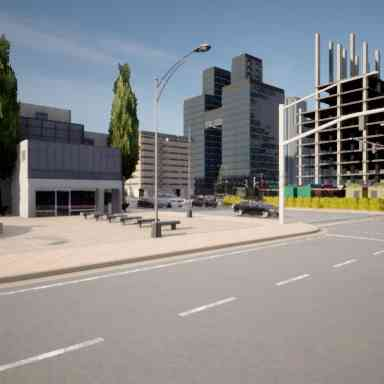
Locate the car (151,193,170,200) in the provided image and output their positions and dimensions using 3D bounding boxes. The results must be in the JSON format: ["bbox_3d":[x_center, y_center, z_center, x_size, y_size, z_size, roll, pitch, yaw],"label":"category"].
[{"bbox_3d":[-8.280,1.153,87.371,4.605,1.855,1.932,0,0,-40],"label":"car"}]

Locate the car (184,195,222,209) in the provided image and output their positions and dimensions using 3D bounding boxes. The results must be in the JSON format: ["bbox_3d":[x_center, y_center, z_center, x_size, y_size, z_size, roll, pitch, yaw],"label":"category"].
[{"bbox_3d":[1.432,1.505,46.519,1.837,1.490,4.892,0,0,-38],"label":"car"}]

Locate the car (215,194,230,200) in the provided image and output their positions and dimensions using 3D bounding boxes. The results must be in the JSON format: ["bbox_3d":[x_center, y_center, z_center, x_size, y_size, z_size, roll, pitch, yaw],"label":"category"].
[{"bbox_3d":[8.692,1.395,94.193,3.806,1.475,1.970,0,0,-40],"label":"car"}]

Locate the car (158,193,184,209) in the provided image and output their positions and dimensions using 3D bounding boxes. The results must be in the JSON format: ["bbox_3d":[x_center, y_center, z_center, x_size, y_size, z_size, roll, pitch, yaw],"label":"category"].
[{"bbox_3d":[-3.351,1.217,46.616,2.150,2.045,5.566,0,1,-38],"label":"car"}]

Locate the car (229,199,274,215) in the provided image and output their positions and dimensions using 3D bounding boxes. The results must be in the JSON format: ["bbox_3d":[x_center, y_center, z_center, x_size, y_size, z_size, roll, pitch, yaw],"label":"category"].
[{"bbox_3d":[6.115,1.526,34.639,1.812,1.442,4.674,0,0,-38],"label":"car"}]

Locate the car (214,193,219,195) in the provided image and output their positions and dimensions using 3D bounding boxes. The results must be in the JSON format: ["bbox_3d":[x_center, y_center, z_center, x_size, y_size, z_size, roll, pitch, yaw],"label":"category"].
[{"bbox_3d":[6.099,1.156,70.041,3.866,1.878,1.905,0,0,-40],"label":"car"}]

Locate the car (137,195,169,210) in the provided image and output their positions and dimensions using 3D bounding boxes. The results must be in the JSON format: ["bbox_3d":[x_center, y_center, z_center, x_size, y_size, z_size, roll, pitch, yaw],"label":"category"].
[{"bbox_3d":[-5.504,1.505,43.696,1.837,1.490,4.892,0,0,-38],"label":"car"}]

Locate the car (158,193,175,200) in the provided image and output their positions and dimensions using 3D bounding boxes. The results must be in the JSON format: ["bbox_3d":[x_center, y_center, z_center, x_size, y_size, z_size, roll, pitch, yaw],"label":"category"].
[{"bbox_3d":[-6.472,1.156,85.110,3.866,1.878,1.905,0,0,-40],"label":"car"}]

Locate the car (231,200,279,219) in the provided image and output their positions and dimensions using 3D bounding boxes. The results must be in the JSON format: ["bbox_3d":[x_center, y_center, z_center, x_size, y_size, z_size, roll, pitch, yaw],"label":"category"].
[{"bbox_3d":[5.811,1.489,29.339,2.128,1.511,4.902,0,0,-38],"label":"car"}]

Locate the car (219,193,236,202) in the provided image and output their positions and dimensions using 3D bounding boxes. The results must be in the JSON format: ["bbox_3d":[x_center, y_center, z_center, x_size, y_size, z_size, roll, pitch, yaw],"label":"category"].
[{"bbox_3d":[7.941,1.395,67.807,3.806,1.475,1.970,0,0,-40],"label":"car"}]

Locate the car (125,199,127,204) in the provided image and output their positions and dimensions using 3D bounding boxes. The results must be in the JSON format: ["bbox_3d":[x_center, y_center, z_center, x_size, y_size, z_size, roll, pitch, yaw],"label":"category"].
[{"bbox_3d":[-13.476,1.396,59.611,1.882,1.535,5.008,0,0,-38],"label":"car"}]
